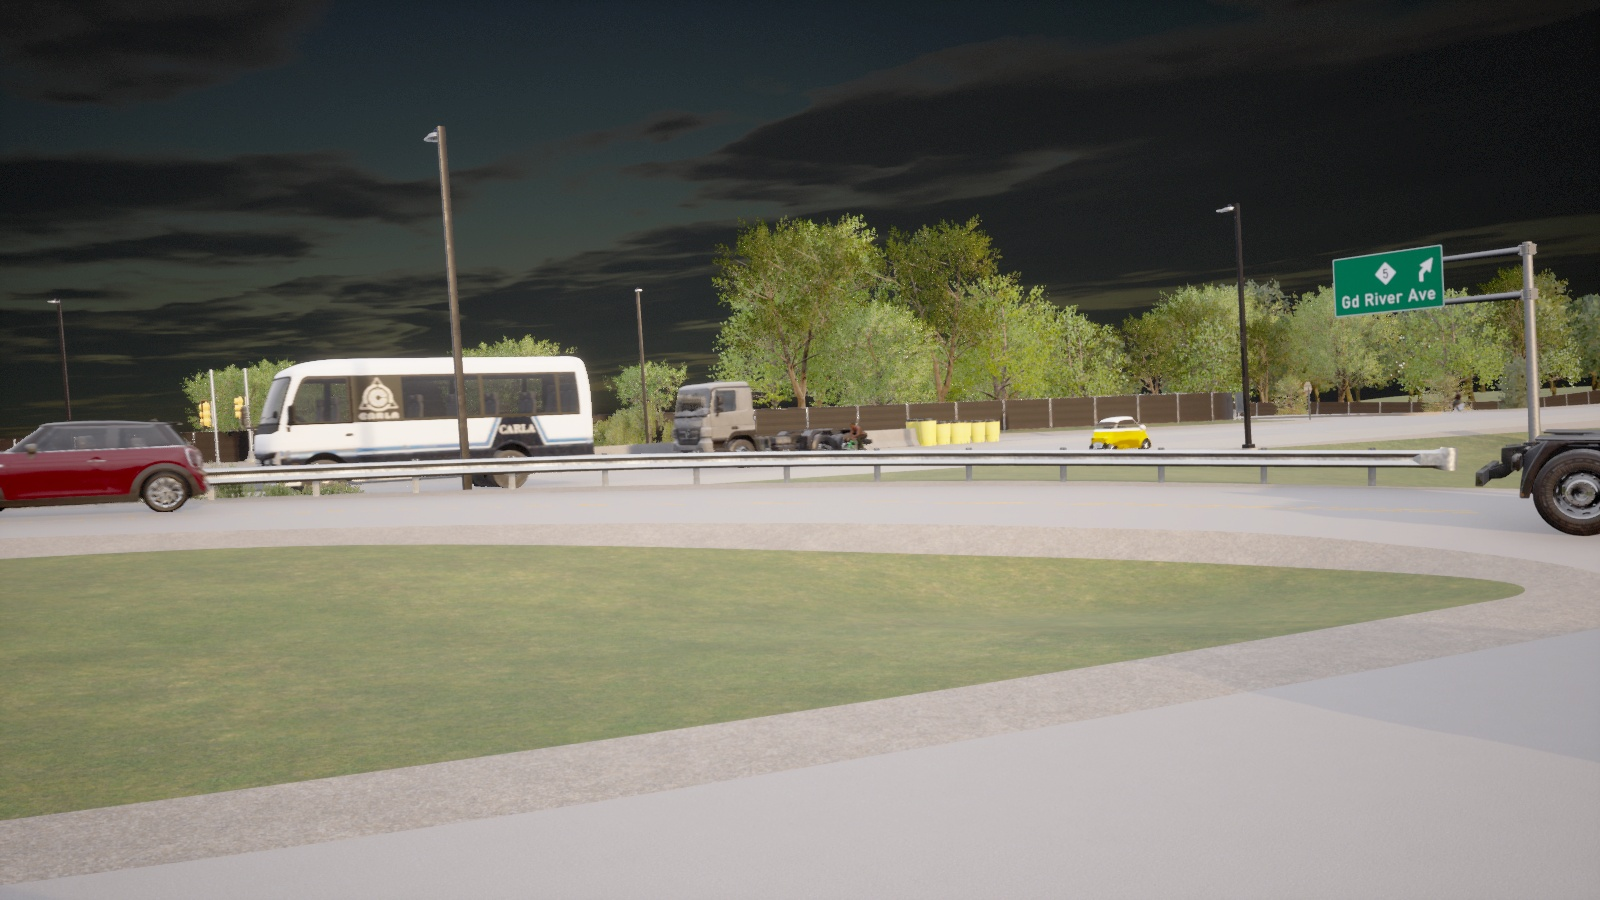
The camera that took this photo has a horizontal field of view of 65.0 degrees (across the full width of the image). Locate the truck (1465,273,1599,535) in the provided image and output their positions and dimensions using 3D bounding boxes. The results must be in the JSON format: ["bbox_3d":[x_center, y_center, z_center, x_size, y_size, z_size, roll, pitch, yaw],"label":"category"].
[{"bbox_3d":[13.356,-0.644,16.452,7.936,3.462,2.891,1,4,33],"label":"truck"}]

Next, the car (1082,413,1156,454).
[{"bbox_3d":[11.800,-0.600,46.424,2.207,1.376,1.481,-4,2,-33],"label":"car"}]

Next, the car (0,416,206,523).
[{"bbox_3d":[-13.286,0.329,22.618,4.553,1.767,2.097,-2,1,-23],"label":"car"}]

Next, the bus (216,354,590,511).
[{"bbox_3d":[-12.241,-0.686,39.309,10.273,4.253,3.944,-4,2,-33],"label":"bus"}]

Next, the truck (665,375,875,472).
[{"bbox_3d":[-1.129,-1.129,50.603,7.936,3.462,2.891,-4,2,-33],"label":"truck"}]
